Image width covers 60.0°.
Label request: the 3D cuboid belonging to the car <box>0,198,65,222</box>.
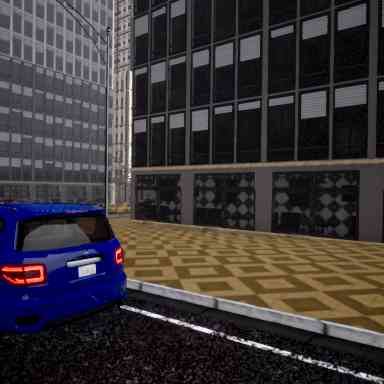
[{"bbox_3d":[-14.148,1.520,29.528,2.192,1.841,5.009,1,0,36],"label":"car"}]

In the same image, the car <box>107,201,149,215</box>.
[{"bbox_3d":[-7.351,1.830,38.740,1.752,1.417,4.829,1,0,36],"label":"car"}]

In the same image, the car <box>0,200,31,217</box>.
[{"bbox_3d":[-18.847,1.616,32.904,1.837,1.490,4.892,1,0,36],"label":"car"}]

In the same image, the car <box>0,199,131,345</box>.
[{"bbox_3d":[-3.701,1.218,6.322,5.566,2.045,2.150,0,0,35],"label":"car"}]

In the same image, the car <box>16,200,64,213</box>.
[{"bbox_3d":[-17.646,1.643,38.903,1.752,1.417,4.829,1,0,36],"label":"car"}]

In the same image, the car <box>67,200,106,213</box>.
[{"bbox_3d":[-12.935,1.762,40.924,1.994,1.385,4.181,1,0,36],"label":"car"}]
